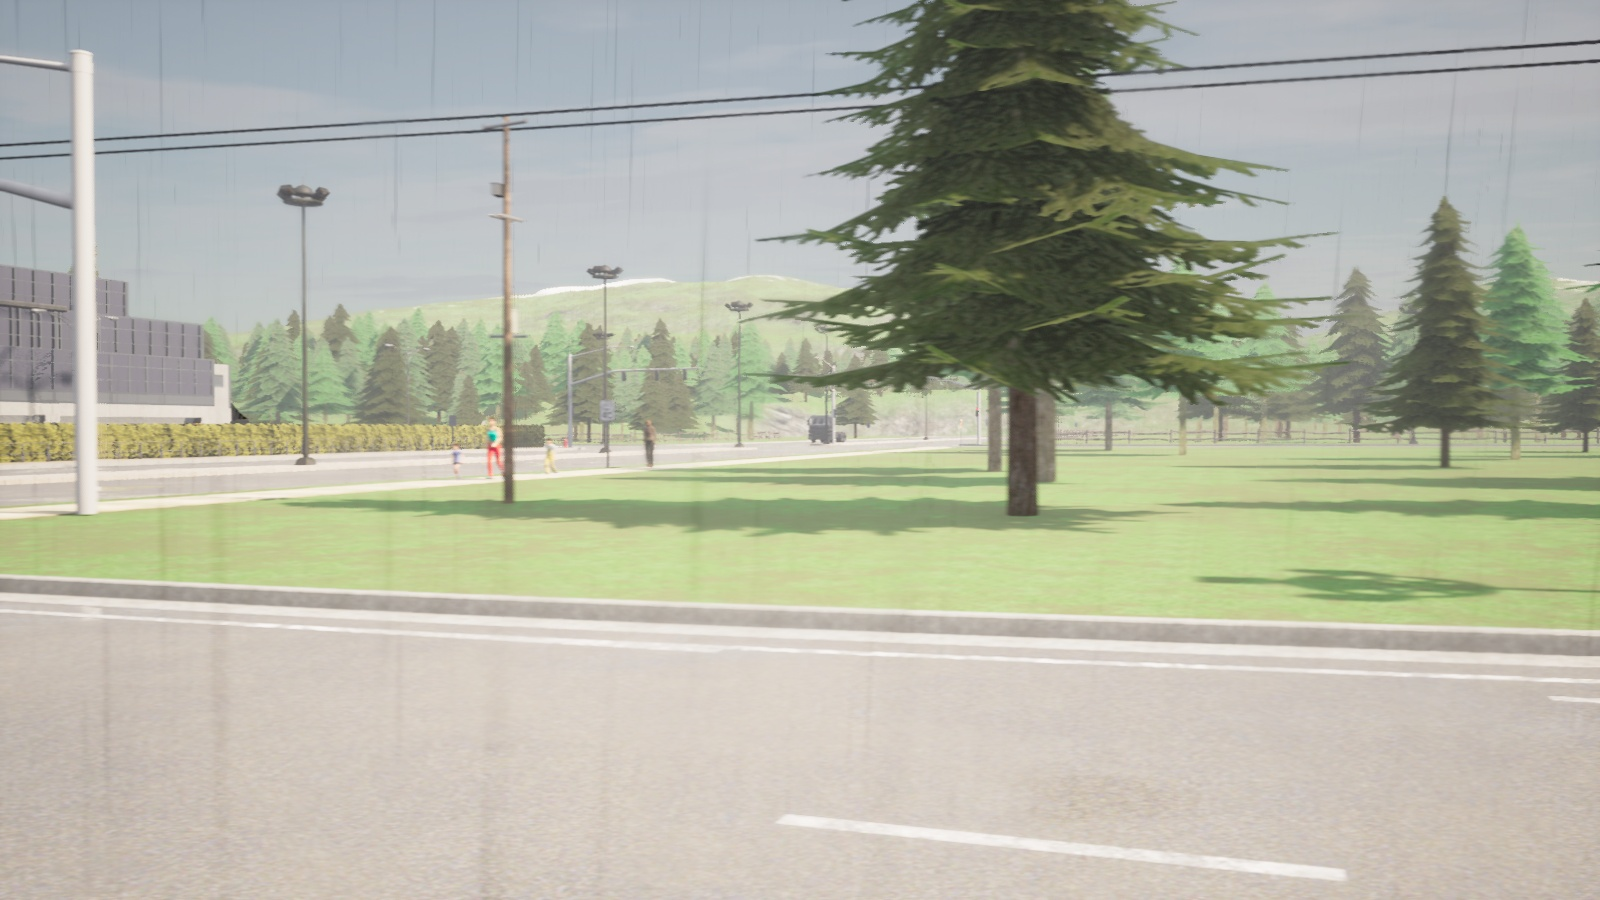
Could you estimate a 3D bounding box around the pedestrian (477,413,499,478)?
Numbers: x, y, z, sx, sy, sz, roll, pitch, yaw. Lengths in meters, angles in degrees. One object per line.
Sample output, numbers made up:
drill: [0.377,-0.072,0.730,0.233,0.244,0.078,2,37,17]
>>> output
pedestrian: [-8.928,-0.138,35.939,0.345,1.836,0.594,1,1,18]

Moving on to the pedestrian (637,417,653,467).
pedestrian: [-5.809,-0.305,47.129,0.331,1.846,0.634,1,1,19]

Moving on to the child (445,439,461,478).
child: [-9.862,0.243,35.664,0.255,1.110,0.394,1,1,19]

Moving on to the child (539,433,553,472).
child: [-8.223,0.069,40.704,0.270,1.263,0.437,1,1,19]
